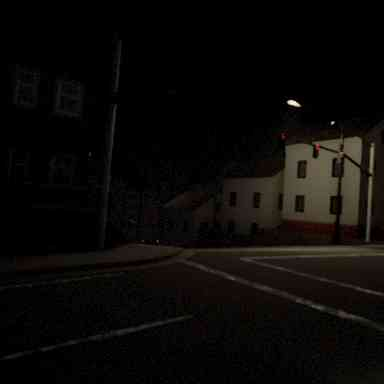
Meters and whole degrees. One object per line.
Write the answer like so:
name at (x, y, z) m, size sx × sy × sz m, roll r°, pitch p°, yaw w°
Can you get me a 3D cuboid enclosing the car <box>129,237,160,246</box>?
car at (-5.018, 5.051, 32.198) m, size 1.895 × 1.301 × 4.718 m, roll 6°, pitch -16°, yaw -36°
